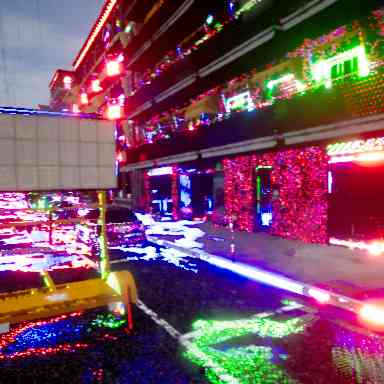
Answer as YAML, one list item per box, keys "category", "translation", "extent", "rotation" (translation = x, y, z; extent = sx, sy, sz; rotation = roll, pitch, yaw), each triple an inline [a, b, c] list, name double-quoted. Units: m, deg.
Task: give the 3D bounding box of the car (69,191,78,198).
- category: "car"
  translation: [-25.357, 0.504, 73.369]
  extent: [4.403, 1.369, 2.008]
  rotation: [-3, 3, -30]

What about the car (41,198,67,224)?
- category: "car"
  translation: [-8.731, 1.331, 22.328]
  extent: [1.802, 1.307, 4.206]
  rotation: [-2, 1, -30]

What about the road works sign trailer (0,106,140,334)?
- category: "road works sign trailer"
  translation: [-2.510, 0.393, 5.849]
  extent: [2.380, 3.560, 2.880]
  rotation: [-2, 1, -30]

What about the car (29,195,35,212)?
- category: "car"
  translation: [-14.194, 1.128, 31.949]
  extent: [1.967, 1.590, 4.097]
  rotation: [-2, 1, -30]

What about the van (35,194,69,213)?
- category: "van"
  translation: [-11.466, 1.060, 27.135]
  extent: [1.690, 1.788, 3.998]
  rotation: [-2, 1, -30]

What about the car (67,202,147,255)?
- category: "car"
  translation: [-3.273, 1.252, 12.701]
  extent: [1.967, 1.590, 4.097]
  rotation: [-2, 1, -30]

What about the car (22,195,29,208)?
- category: "car"
  translation: [-19.651, 1.179, 41.576]
  extent: [2.008, 1.369, 4.403]
  rotation: [-2, 1, -30]
